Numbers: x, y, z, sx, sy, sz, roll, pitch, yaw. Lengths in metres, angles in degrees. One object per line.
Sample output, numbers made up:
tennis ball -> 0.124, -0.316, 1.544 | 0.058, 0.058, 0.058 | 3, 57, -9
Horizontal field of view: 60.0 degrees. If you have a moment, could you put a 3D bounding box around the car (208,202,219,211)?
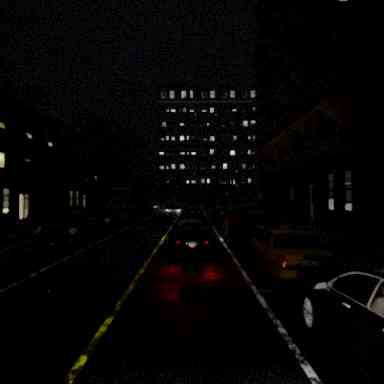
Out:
car -> 2.705, 1.916, 32.533 | 1.947, 1.339, 4.313 | 1, -1, 0

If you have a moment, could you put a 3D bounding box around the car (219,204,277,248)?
car -> 2.708, 1.481, 15.477 | 2.192, 1.841, 5.009 | 1, -1, 0

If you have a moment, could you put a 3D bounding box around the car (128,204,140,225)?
car -> -5.642, 1.870, 26.788 | 1.802, 1.307, 4.206 | 1, -1, 0

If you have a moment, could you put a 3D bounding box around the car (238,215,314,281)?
car -> 2.704, 1.632, 9.957 | 1.752, 1.417, 4.829 | 1, -1, 0

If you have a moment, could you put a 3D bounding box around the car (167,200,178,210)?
car -> -3.018, 2.073, 54.839 | 1.882, 1.535, 5.008 | 0, -1, 0

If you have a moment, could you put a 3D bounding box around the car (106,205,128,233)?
car -> -5.641, 1.666, 21.104 | 1.967, 1.590, 4.097 | 1, -1, 0

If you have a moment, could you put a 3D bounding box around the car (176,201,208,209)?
car -> 0.024, 1.799, 28.519 | 2.128, 1.511, 4.902 | 0, 0, 0

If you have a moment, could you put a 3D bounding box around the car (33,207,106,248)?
car -> -5.641, 1.605, 15.417 | 1.967, 1.590, 4.097 | 1, -1, 0

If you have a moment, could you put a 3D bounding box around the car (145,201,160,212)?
car -> -5.810, 2.060, 49.365 | 1.752, 1.417, 4.829 | 1, -1, 0

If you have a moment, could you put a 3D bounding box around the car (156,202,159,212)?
car -> -5.640, 2.025, 43.849 | 2.008, 1.369, 4.403 | 1, -1, 0

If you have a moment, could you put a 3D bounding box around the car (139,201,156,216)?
car -> -5.641, 1.977, 38.161 | 1.947, 1.339, 4.313 | 1, -1, 0

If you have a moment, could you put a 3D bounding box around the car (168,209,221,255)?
car -> 0.025, 1.675, 13.913 | 1.812, 1.442, 4.674 | 0, 0, 0

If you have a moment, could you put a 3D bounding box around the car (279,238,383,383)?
car -> 2.703, 1.596, 4.101 | 2.008, 1.369, 4.403 | 1, -1, 0

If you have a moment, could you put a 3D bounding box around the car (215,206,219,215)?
car -> 2.704, 1.809, 21.160 | 1.802, 1.307, 4.206 | 1, -1, 0
